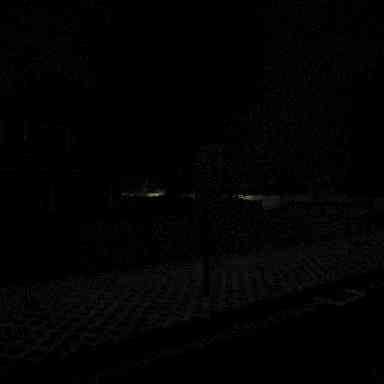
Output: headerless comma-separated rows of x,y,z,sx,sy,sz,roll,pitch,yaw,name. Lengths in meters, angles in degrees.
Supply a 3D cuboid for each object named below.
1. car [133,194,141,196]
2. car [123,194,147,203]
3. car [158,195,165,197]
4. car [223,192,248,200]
-8.687,1.165,52.596,1.812,1.442,4.674,0,0,-35,car
-10.303,1.140,59.709,2.033,1.411,5.357,0,0,-35,car
-4.474,1.125,51.474,1.882,1.535,5.008,0,0,-35,car
3.657,0.985,34.806,2.150,2.045,5.566,0,1,-35,car
